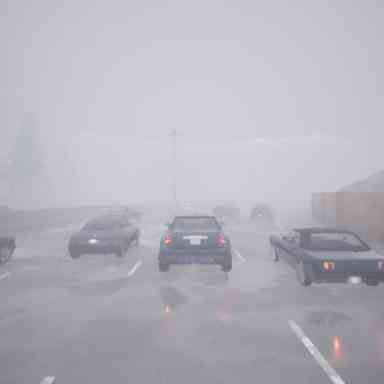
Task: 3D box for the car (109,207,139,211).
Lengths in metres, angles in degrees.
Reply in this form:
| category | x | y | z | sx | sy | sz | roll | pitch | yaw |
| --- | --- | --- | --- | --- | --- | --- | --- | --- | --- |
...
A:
| category | x | y | z | sx | sy | sz | roll | pitch | yaw |
| --- | --- | --- | --- | --- | --- | --- | --- | --- | --- |
| car | -5.514 | 1.839 | 26.973 | 1.895 | 1.301 | 4.718 | 0 | 0 | 11 |

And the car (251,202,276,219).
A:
| category | x | y | z | sx | sy | sz | roll | pitch | yaw |
| --- | --- | --- | --- | --- | --- | --- | --- | --- | --- |
| car | 6.654 | 1.749 | 31.097 | 1.837 | 1.490 | 4.892 | -2 | -1 | 18 |

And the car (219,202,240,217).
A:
| category | x | y | z | sx | sy | sz | roll | pitch | yaw |
| --- | --- | --- | --- | --- | --- | --- | --- | --- | --- |
| car | 3.475 | 1.741 | 32.716 | 1.882 | 1.535 | 5.008 | -1 | -1 | 19 |

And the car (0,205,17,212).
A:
| category | x | y | z | sx | sy | sz | roll | pitch | yaw |
| --- | --- | --- | --- | --- | --- | --- | --- | --- | --- |
| car | -16.296 | 1.795 | 27.200 | 1.812 | 1.442 | 4.674 | 0 | -1 | 10 |

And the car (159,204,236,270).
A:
| category | x | y | z | sx | sy | sz | roll | pitch | yaw |
| --- | --- | --- | --- | --- | --- | --- | --- | --- | --- |
| car | 0.114 | 1.447 | 11.504 | 2.097 | 1.767 | 4.553 | 0 | -1 | 0 |

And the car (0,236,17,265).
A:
| category | x | y | z | sx | sy | sz | roll | pitch | yaw |
| --- | --- | --- | --- | --- | --- | --- | --- | --- | --- |
| car | -6.900 | 1.695 | 9.224 | 1.895 | 1.301 | 4.718 | 0 | 0 | 0 |

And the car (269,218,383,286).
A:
| category | x | y | z | sx | sy | sz | roll | pitch | yaw |
| --- | --- | --- | --- | --- | --- | --- | --- | --- | --- |
| car | 3.597 | 1.673 | 9.561 | 1.895 | 1.301 | 4.718 | 0 | 0 | 0 |

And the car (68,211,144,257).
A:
| category | x | y | z | sx | sy | sz | roll | pitch | yaw |
| --- | --- | --- | --- | --- | --- | --- | --- | --- | --- |
| car | -3.359 | 1.685 | 13.450 | 1.994 | 1.385 | 4.181 | 0 | 0 | 1 |
